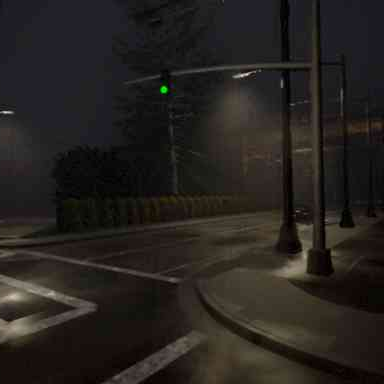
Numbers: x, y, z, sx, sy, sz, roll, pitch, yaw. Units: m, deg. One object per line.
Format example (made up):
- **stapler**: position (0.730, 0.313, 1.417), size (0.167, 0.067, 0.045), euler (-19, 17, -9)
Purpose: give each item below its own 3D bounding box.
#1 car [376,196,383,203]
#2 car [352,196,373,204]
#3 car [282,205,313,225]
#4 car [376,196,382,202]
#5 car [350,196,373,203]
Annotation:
- **car**: position (37.062, 1.369, 63.959), size (1.853, 1.218, 4.536), euler (-1, -1, 16)
- **car**: position (33.864, 1.608, 66.599), size (4.974, 1.542, 2.038), euler (-1, -1, -29)
- **car**: position (8.420, 1.660, 25.312), size (1.994, 1.385, 4.181), euler (-1, -1, 36)
- **car**: position (37.050, 1.526, 63.907), size (2.038, 1.542, 4.974), euler (-1, -1, 16)
- **car**: position (33.906, 1.451, 66.626), size (4.536, 1.218, 1.853), euler (-1, -1, -29)
